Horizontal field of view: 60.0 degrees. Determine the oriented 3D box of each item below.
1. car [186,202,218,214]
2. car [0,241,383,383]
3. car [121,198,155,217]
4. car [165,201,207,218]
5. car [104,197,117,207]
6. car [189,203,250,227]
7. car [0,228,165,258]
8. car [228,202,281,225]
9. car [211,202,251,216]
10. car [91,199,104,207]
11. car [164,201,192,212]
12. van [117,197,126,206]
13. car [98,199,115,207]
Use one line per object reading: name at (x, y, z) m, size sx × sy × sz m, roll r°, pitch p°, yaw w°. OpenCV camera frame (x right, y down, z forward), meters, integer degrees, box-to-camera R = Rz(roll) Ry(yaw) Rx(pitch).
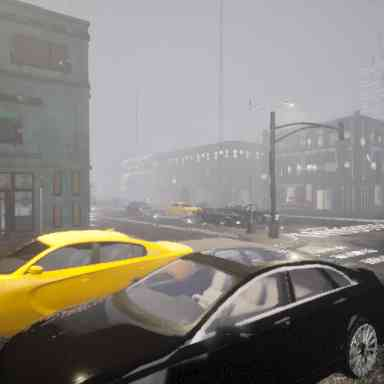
car at (1.150, 1.903, 41.494) m, size 1.802 × 1.307 × 4.206 m, roll -1°, pitch 0°, yaw -35°
car at (0.404, 1.492, 3.932) m, size 4.902 × 1.511 × 2.128 m, roll 0°, pitch 0°, yaw -35°
car at (-5.752, 1.846, 36.735) m, size 1.967 × 1.590 × 4.097 m, roll -1°, pitch 0°, yaw -35°
car at (-0.917, 1.803, 34.305) m, size 1.882 × 1.535 × 5.008 m, roll -1°, pitch 0°, yaw -34°
car at (-14.566, 1.940, 64.278) m, size 2.192 × 1.841 × 5.009 m, roll -1°, pitch 0°, yaw -35°
car at (2.028, 1.814, 25.242) m, size 1.947 × 1.339 × 4.313 m, roll -1°, pitch 0°, yaw -35°
car at (-2.267, 1.477, 6.035) m, size 5.008 × 1.535 × 1.882 m, roll 0°, pitch 0°, yaw -35°
car at (4.769, 1.702, 26.075) m, size 2.128 × 1.511 × 4.902 m, roll -1°, pitch 0°, yaw -33°
car at (4.291, 1.809, 36.937) m, size 2.008 × 1.369 × 4.403 m, roll -2°, pitch 0°, yaw -35°
car at (-18.358, 2.171, 65.234) m, size 2.128 × 1.511 × 4.902 m, roll -1°, pitch 0°, yaw -35°
car at (-1.991, 1.966, 46.050) m, size 1.802 × 1.307 × 4.206 m, roll -1°, pitch 0°, yaw -35°
van at (-11.424, 1.907, 59.721) m, size 1.690 × 1.788 × 3.998 m, roll -1°, pitch 0°, yaw -35°
car at (-17.703, 2.227, 68.835) m, size 1.887 × 1.381 × 4.507 m, roll -1°, pitch 0°, yaw -35°
